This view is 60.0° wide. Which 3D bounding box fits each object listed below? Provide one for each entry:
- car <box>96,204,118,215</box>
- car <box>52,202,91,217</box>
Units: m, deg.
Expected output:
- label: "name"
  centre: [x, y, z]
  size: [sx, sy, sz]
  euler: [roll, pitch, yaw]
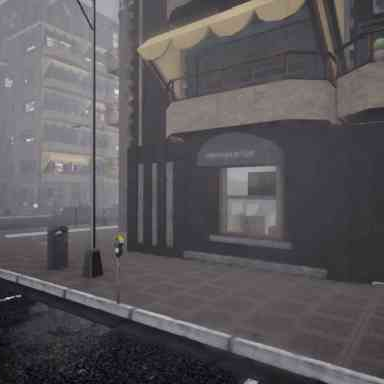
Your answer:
- label: "car"
  centre: [-9.482, 2.063, 39.967]
  size: [1.802, 1.307, 4.206]
  euler: [-1, -1, 35]
- label: "car"
  centre: [-12.770, 1.821, 35.347]
  size: [1.967, 1.590, 4.097]
  euler: [-1, -1, 35]
